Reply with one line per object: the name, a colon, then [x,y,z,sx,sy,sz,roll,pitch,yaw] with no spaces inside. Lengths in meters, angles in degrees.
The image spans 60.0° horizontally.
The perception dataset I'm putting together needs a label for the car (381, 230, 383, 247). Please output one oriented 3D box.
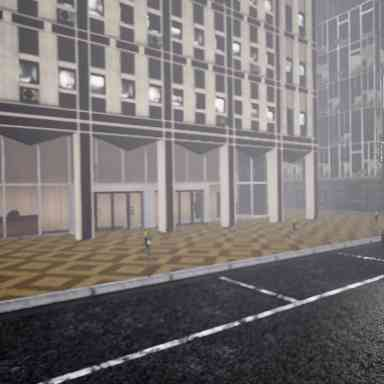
car: [9.214,1.478,13.113,4.313,1.339,1.947,0,-1,-36]
